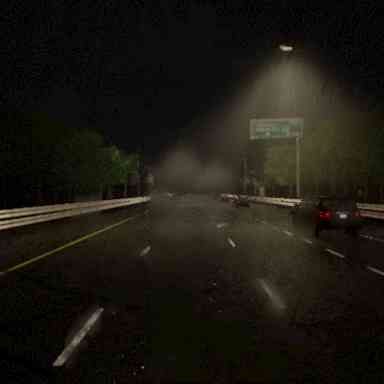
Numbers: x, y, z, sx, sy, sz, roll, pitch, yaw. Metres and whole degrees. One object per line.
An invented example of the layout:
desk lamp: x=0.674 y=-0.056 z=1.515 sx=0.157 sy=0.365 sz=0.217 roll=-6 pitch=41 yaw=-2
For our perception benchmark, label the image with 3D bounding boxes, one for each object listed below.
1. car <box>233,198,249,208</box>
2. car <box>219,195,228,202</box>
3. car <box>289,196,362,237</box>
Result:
car: x=7.094 y=1.521 z=48.394 sx=2.033 sy=1.411 sz=5.357 roll=0 pitch=0 yaw=0
car: x=7.170 y=1.492 z=75.526 sx=2.033 sy=1.411 sz=5.357 roll=0 pitch=0 yaw=0
car: x=7.014 y=1.220 z=18.092 sx=2.150 sy=2.045 sz=5.566 roll=0 pitch=0 yaw=0
